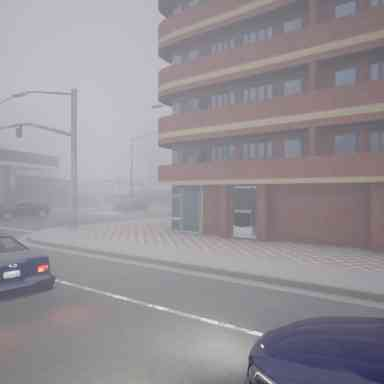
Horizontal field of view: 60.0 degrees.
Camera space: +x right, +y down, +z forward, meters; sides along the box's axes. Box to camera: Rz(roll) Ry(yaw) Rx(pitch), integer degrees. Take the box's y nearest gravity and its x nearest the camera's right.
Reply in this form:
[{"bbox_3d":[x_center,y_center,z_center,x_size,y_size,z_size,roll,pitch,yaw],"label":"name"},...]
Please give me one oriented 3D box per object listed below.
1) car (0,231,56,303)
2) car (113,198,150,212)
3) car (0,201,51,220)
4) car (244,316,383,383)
[{"bbox_3d":[-5.246,1.545,7.633,5.357,1.411,2.033,0,0,38],"label":"car"},{"bbox_3d":[-7.002,1.528,38.700,1.837,1.490,4.892,0,0,34],"label":"car"},{"bbox_3d":[-14.371,1.502,27.870,1.837,1.490,4.892,0,0,34],"label":"car"},{"bbox_3d":[2.605,1.537,2.135,4.674,1.442,1.812,0,0,35],"label":"car"}]
